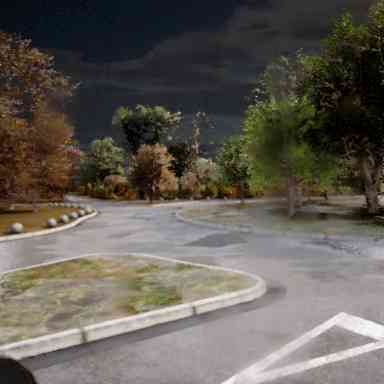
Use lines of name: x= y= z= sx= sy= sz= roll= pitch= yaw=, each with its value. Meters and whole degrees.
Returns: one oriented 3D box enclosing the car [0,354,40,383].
car: x=-2.722 y=1.549 z=1.363 sx=4.181 sy=1.385 sz=1.994 roll=1 pitch=0 yaw=-36
